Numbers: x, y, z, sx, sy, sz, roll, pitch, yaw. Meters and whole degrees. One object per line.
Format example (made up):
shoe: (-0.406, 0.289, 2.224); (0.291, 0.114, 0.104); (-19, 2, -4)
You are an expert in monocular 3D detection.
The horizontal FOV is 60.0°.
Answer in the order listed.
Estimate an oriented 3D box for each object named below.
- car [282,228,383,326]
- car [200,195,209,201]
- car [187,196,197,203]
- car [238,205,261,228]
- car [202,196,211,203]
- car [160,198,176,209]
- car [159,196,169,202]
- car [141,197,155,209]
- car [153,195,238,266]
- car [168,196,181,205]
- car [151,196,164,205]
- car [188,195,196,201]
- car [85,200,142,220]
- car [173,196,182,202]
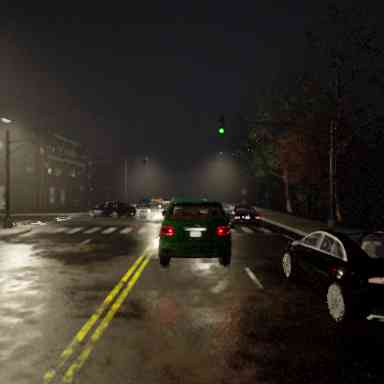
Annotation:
car: (3.348, 1.506, 7.069); (2.128, 1.511, 4.902); (0, 0, 0)
car: (3.237, 1.526, 84.931); (2.033, 1.411, 5.357); (0, 0, 0)
car: (-0.013, 1.654, 74.511); (2.128, 1.511, 4.902); (0, 0, 0)
car: (3.346, 1.593, 22.516); (2.033, 1.411, 5.357); (0, 0, 0)
car: (3.237, 1.607, 74.512); (1.882, 1.535, 5.008); (0, 0, 0)
car: (-3.338, 1.615, 47.039); (1.812, 1.442, 4.674); (0, 0, 0)
car: (-6.510, 1.684, 77.428); (1.994, 1.385, 4.181); (0, 0, 0)
car: (-6.592, 1.615, 47.158); (1.812, 1.442, 4.674); (0, 0, 0)
car: (0.091, 1.245, 11.729); (2.150, 2.045, 5.566); (0, 0, 0)
car: (-3.289, 1.608, 62.662); (2.128, 1.511, 4.902); (0, 0, 1)
car: (-6.536, 1.594, 62.580); (1.882, 1.535, 5.008); (0, 0, 0)
car: (-0.013, 1.526, 84.930); (2.033, 1.411, 5.357); (0, 0, 0)
car: (-7.018, 1.561, 28.447); (4.892, 1.490, 1.837); (0, -2, 29)
car: (-3.260, 1.726, 77.722); (1.895, 1.301, 4.718); (0, 0, 0)
